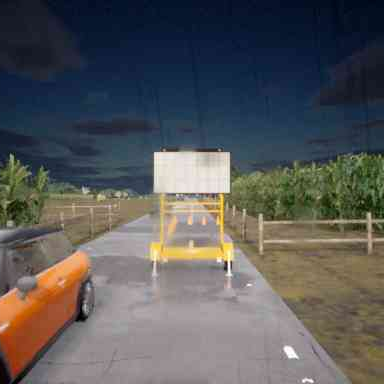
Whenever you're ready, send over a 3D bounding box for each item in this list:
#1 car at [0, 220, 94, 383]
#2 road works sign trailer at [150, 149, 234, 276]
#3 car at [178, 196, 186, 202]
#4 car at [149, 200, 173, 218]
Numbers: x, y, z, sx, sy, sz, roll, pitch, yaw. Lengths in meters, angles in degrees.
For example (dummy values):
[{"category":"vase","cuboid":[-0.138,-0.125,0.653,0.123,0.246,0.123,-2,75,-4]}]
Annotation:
[{"category":"car","cuboid":[-2.848,1.352,4.217,2.097,1.767,4.553,0,0,0]},{"category":"road works sign trailer","cuboid":[0.002,0.465,10.333,2.380,3.560,2.880,0,0,0]},{"category":"car","cuboid":[-2.742,1.846,90.346,1.837,1.490,4.892,0,0,0]},{"category":"car","cuboid":[-2.747,1.530,30.288,1.837,1.490,4.892,0,0,0]}]
